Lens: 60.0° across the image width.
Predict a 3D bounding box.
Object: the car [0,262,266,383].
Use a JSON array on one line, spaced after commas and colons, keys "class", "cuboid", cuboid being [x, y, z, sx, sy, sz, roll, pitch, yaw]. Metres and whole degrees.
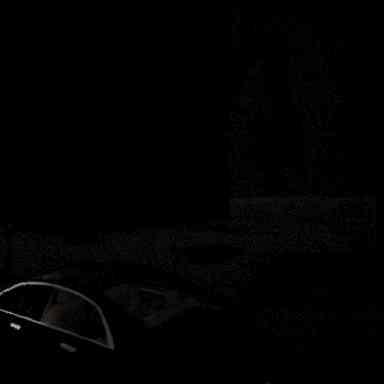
[{"class": "car", "cuboid": [-1.318, 1.549, 4.021, 4.403, 1.369, 2.008, 0, 0, 36]}]
